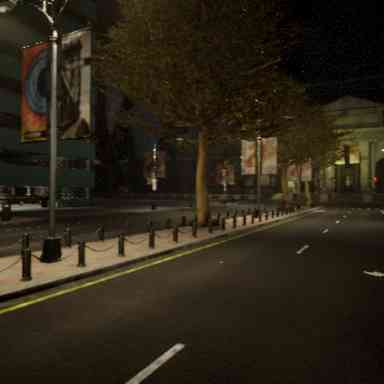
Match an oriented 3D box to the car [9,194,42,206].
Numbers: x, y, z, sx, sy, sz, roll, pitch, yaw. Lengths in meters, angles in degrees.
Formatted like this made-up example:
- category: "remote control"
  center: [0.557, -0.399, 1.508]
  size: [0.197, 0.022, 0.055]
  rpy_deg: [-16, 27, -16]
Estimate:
- category: "car"
  center: [-21.116, 0.980, 43.020]
  size: [2.002, 1.452, 4.674]
  rpy_deg: [1, 0, 28]
